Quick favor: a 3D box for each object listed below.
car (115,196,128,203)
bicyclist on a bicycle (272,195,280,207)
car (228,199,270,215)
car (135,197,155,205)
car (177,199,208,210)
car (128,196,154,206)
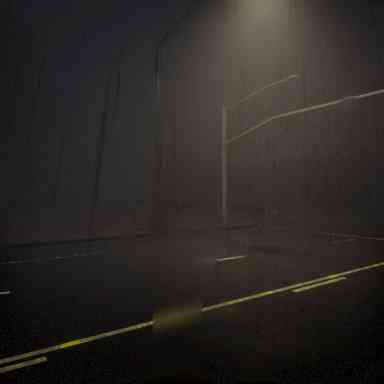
[{"bbox_3d":[-14.417,1.468,69.097,1.812,1.442,4.674,0,0,-36],"label":"car"},{"bbox_3d":[11.500,1.303,45.517,1.656,1.620,0.582,0,0,-36],"label":"bicyclist on a bicycle"},{"bbox_3d":[5.856,1.491,34.519,2.128,1.511,4.902,0,0,-36],"label":"car"},{"bbox_3d":[-8.606,1.564,61.046,1.994,1.385,4.181,0,0,-35],"label":"car"},{"bbox_3d":[0.043,1.601,42.662,1.895,1.301,4.718,0,0,-36],"label":"car"},{"bbox_3d":[-8.027,1.478,53.991,1.882,1.535,5.008,0,0,-35],"label":"car"}]
